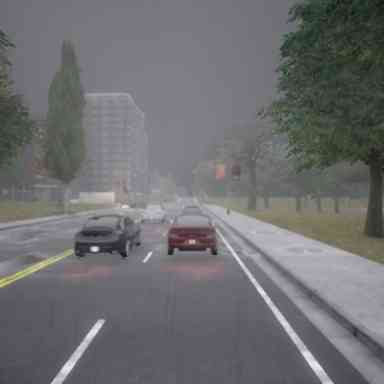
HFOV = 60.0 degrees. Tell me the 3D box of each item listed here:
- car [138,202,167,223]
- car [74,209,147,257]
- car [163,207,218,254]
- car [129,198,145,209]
[{"bbox_3d":[-3.209,1.881,28.929,1.812,1.442,4.674,0,-1,1],"label":"car"},{"bbox_3d":[-3.224,1.659,13.515,1.837,1.490,4.892,0,0,0],"label":"car"},{"bbox_3d":[0.034,1.639,14.274,1.882,1.535,5.008,0,0,1],"label":"car"},{"bbox_3d":[-9.759,2.072,59.994,2.150,2.045,5.566,0,-1,1],"label":"car"}]
